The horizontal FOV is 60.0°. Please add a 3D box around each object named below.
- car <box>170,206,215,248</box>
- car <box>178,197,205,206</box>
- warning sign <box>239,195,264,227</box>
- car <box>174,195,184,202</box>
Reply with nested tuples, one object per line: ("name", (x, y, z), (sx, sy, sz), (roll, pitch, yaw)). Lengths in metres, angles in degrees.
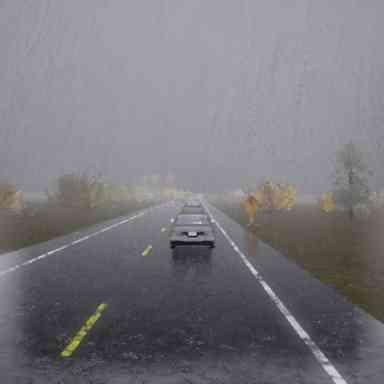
("car", (0.023, 1.571, 14.631), (2.033, 1.411, 5.357), (0, 0, 0))
("car", (0.090, 1.512, 29.629), (2.128, 1.511, 4.902), (0, 0, 0))
("warning sign", (3.572, 1.125, 20.031), (1.300, 1.860, 1.060), (-1, -1, 0))
("car", (-2.917, 1.386, 76.039), (2.097, 1.767, 4.553), (0, 0, 1))
